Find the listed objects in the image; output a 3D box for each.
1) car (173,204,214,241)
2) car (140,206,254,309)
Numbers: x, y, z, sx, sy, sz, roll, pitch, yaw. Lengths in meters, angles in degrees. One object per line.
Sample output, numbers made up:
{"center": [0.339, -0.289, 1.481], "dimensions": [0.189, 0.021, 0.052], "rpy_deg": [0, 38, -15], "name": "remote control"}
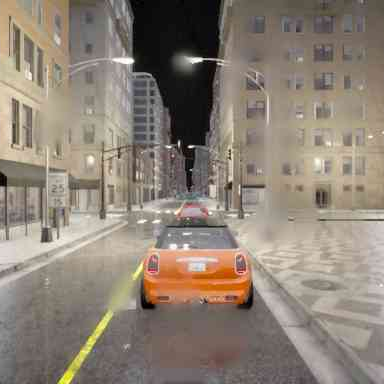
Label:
{"center": [0.070, 1.477, 17.618], "dimensions": [1.882, 1.535, 5.008], "rpy_deg": [0, 0, 0], "name": "car"}
{"center": [0.083, 1.352, 8.018], "dimensions": [2.097, 1.767, 4.553], "rpy_deg": [0, 0, 0], "name": "car"}
